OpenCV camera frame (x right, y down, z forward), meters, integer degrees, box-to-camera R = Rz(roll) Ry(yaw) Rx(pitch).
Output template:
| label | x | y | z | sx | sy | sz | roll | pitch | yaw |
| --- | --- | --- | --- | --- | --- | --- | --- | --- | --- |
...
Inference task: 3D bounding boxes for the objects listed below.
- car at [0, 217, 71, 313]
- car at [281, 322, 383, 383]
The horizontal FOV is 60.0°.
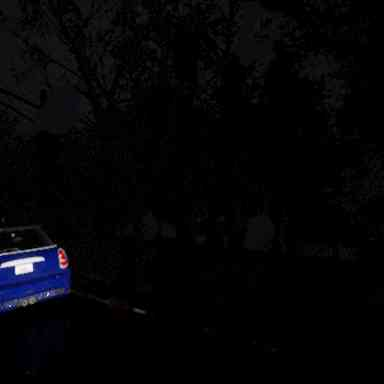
| label | x | y | z | sx | sy | sz | roll | pitch | yaw |
| --- | --- | --- | --- | --- | --- | --- | --- | --- | --- |
| car | -4.633 | 1.344 | 6.981 | 4.553 | 1.767 | 2.097 | 0 | 0 | 35 |
| car | 2.799 | 1.602 | 1.692 | 4.718 | 1.301 | 1.895 | 0 | 0 | 35 |
